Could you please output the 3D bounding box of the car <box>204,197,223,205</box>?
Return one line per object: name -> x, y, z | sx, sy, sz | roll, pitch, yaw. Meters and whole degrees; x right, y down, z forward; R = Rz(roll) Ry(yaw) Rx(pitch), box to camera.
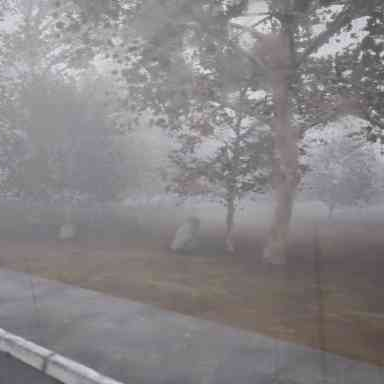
car -> 5.375, 2.405, 90.727 | 2.435, 2.045, 5.566 | 5, 1, 44
